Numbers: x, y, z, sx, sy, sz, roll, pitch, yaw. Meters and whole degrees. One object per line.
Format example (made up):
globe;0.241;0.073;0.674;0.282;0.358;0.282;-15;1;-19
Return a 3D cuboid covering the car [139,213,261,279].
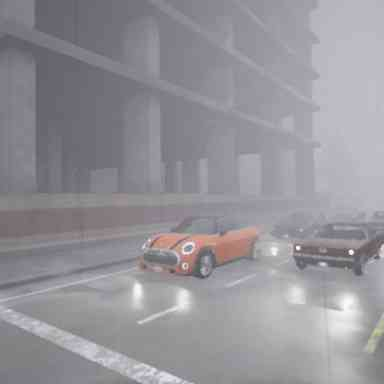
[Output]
car;0.434;1.527;10.854;2.097;1.767;4.553;-2;-1;38

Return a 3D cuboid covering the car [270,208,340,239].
car;6.211;1.768;18.363;2.033;1.411;5.357;-2;-1;38

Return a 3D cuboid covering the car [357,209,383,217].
car;11.190;1.763;19.098;1.895;1.301;4.718;-2;-1;38

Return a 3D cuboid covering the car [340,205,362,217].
car;12.770;1.799;26.893;1.812;1.442;4.674;-2;-1;38

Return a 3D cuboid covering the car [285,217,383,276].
car;4.981;1.713;11.015;1.895;1.301;4.718;-2;-1;37
